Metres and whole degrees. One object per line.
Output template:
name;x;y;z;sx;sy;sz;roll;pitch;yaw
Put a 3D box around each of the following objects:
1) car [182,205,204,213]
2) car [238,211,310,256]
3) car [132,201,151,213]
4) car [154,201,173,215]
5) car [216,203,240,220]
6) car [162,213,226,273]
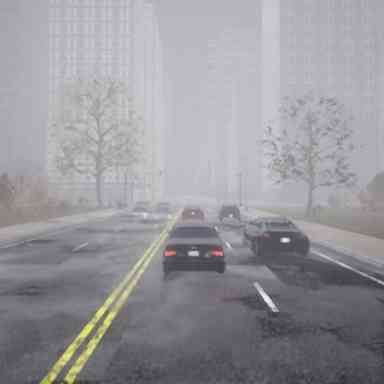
car;0.086;1.855;31.168;1.994;1.385;4.181;0;-1;0
car;3.328;1.698;13.830;1.994;1.385;4.181;0;-1;0
car;-6.565;1.951;44.171;2.033;1.411;5.357;0;-1;0
car;-3.334;1.867;39.355;1.837;1.490;4.892;0;-1;0
car;3.335;1.793;30.820;1.837;1.490;4.892;0;-1;0
car;0.064;1.656;11.072;2.033;1.411;5.357;0;-1;0
